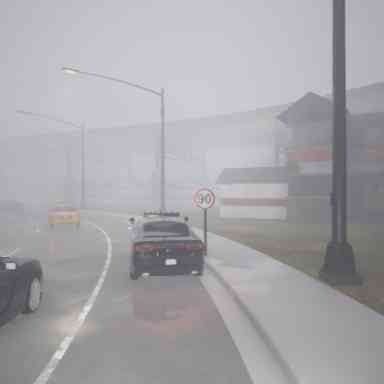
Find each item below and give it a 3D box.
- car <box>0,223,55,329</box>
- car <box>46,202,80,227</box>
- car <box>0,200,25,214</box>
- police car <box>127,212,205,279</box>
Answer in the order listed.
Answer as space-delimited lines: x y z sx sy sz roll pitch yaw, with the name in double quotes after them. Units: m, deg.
-3.725 1.485 4.513 1.882 1.535 5.008 0 0 -4 "car"
-8.684 1.480 22.298 1.801 1.575 5.366 0 0 -25 "car"
-20.178 1.573 36.752 4.674 1.442 1.812 0 0 40 "car"
-0.958 1.432 10.302 1.930 1.638 5.238 0 0 -10 "police car"
